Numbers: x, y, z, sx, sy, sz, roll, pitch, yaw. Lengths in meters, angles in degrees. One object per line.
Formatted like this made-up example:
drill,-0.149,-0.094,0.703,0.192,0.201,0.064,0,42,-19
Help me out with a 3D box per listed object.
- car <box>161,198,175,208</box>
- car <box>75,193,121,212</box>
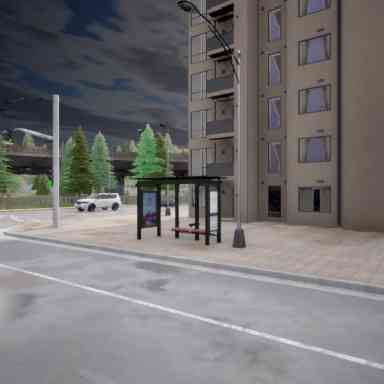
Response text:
car,-4.175,1.492,46.522,2.033,1.411,5.357,0,0,44
car,-10.742,1.166,38.486,2.150,2.045,5.566,0,0,37
